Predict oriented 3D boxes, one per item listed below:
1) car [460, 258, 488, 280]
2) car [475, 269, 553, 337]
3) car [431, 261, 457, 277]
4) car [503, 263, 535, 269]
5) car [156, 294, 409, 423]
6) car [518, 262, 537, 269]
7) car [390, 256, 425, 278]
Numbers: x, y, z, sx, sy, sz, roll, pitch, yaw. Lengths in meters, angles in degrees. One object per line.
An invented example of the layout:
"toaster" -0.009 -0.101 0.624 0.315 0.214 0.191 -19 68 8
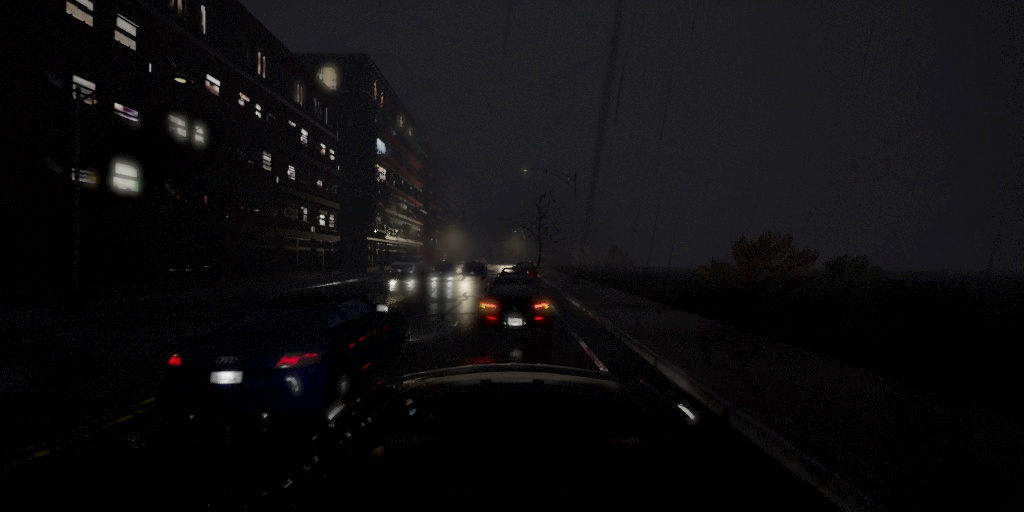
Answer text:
"car" -3.214 1.231 31.672 1.882 1.535 5.008 0 0 0
"car" 0.074 1.277 10.155 1.812 1.442 4.674 0 0 0
"car" -6.674 1.279 35.838 1.812 1.442 4.674 0 0 0
"car" 0.061 1.317 20.322 1.994 1.385 4.181 0 0 0
"car" -3.160 1.314 5.967 1.994 1.385 4.181 0 0 0
"car" 1.077 1.231 29.850 1.882 1.535 5.008 0 0 0
"car" -9.922 0.974 34.528 2.150 2.045 5.566 0 0 0
